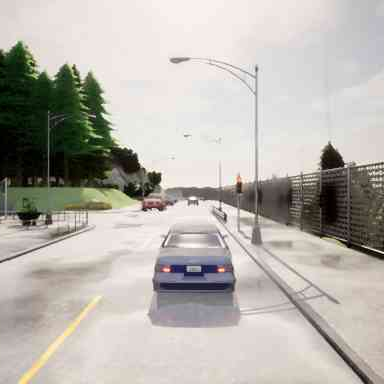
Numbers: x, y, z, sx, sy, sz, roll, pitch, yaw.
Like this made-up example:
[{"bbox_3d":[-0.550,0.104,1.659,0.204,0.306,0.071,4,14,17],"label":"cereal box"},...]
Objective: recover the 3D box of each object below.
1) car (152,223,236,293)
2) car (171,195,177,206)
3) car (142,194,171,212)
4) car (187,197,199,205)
[{"bbox_3d":[0.061,1.547,9.001,2.033,1.411,5.357,0,0,1],"label":"car"},{"bbox_3d":[-4.007,1.351,53.692,2.097,1.767,4.553,0,0,0],"label":"car"},{"bbox_3d":[-4.297,1.222,39.330,2.150,2.045,5.566,0,0,6],"label":"car"},{"bbox_3d":[0.192,1.547,57.996,2.033,1.411,5.357,0,0,0],"label":"car"}]
